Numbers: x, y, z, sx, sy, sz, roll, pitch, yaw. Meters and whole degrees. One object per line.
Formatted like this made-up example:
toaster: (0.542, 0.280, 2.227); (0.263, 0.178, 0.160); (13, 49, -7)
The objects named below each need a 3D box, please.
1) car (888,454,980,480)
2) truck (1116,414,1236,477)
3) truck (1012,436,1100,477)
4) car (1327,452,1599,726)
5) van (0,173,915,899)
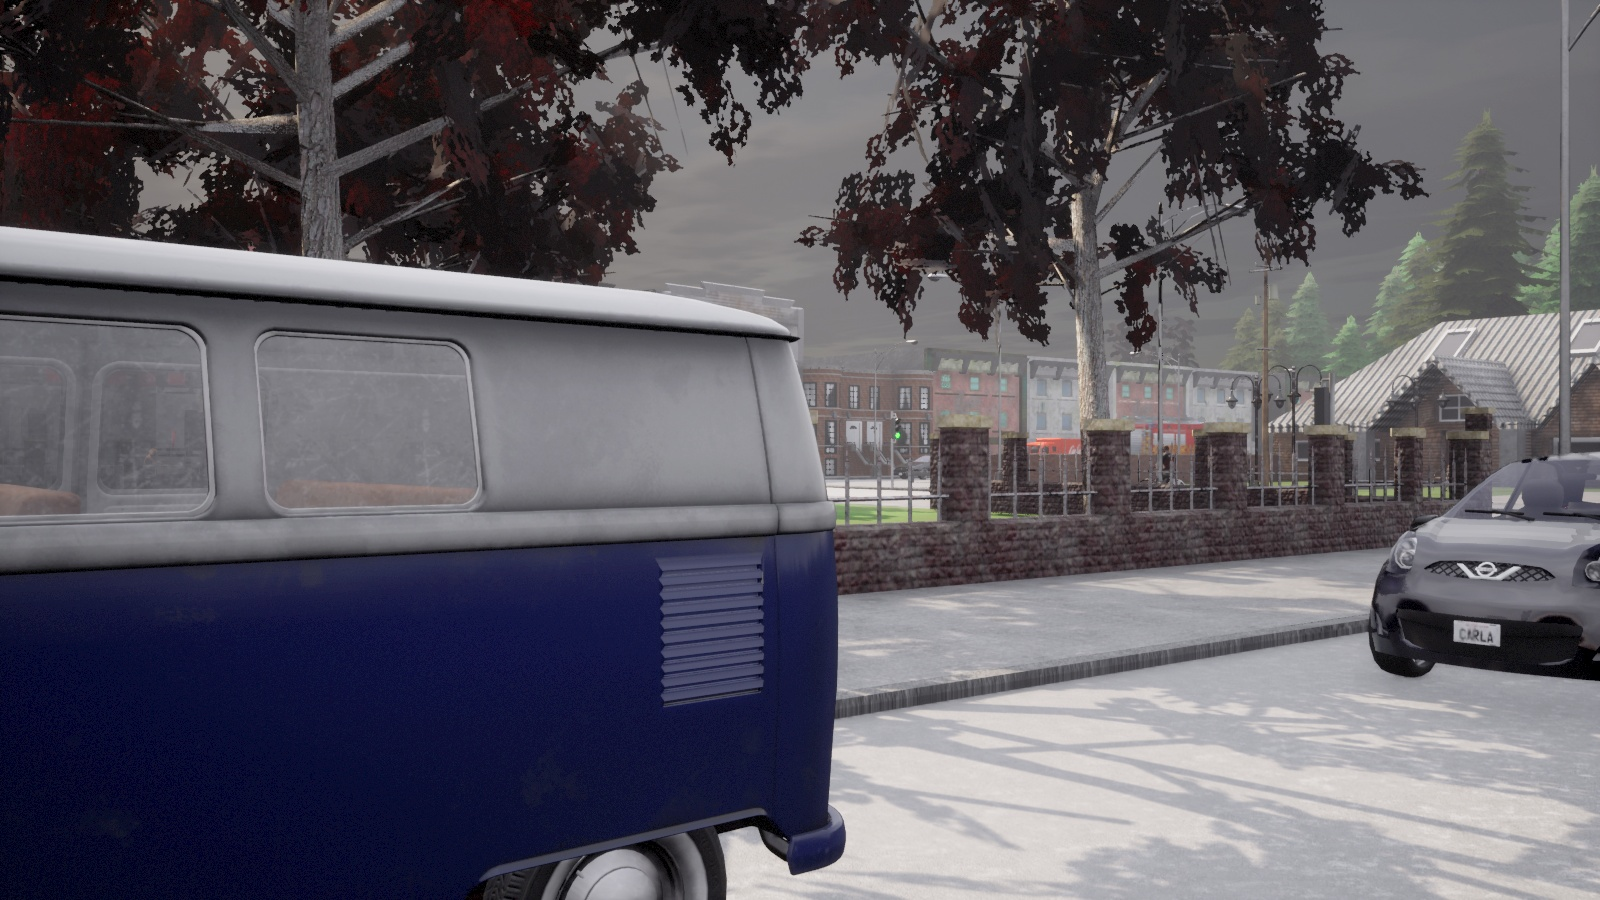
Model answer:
car: (7.782, 0.953, 72.518); (5.357, 1.411, 2.033); (0, 0, -38)
truck: (24.037, -0.275, 79.949); (8.468, 3.827, 2.891); (0, 0, -37)
truck: (16.129, 0.423, 78.932); (5.204, 2.467, 2.627); (1, -1, -37)
car: (5.392, 0.768, 8.559); (3.633, 1.501, 1.845); (0, 0, -40)
van: (-1.942, 0.509, 2.918); (4.442, 1.987, 1.775); (0, 0, -40)
